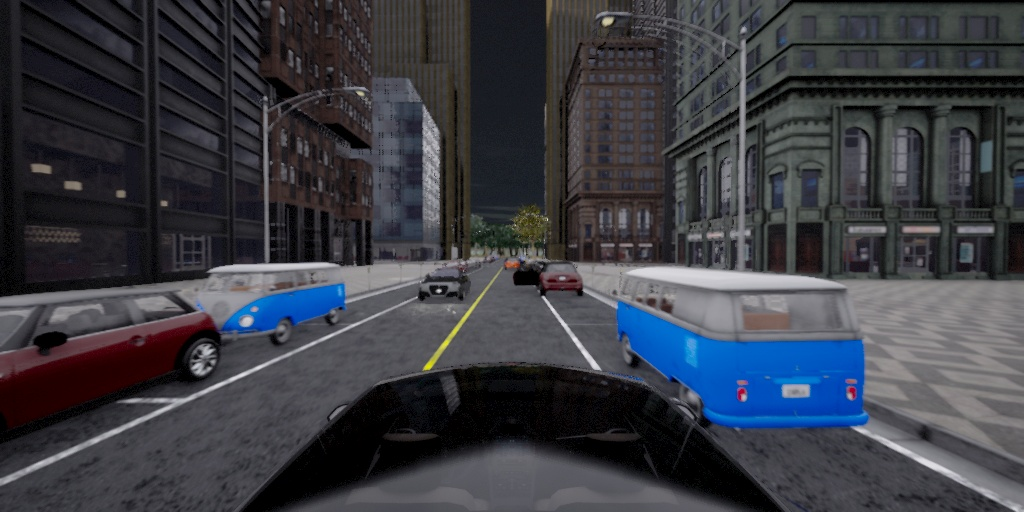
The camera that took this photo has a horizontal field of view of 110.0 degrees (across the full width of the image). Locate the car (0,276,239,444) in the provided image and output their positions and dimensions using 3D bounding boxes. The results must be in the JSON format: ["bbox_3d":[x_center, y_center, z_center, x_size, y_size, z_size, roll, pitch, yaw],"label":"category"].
[{"bbox_3d":[-5.763,1.184,4.174,1.967,1.591,4.097,0,0,0],"label":"car"}]

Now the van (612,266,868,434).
[{"bbox_3d":[2.799,1.083,5.374,1.690,1.789,3.998,0,0,0],"label":"van"}]

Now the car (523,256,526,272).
[{"bbox_3d":[2.748,1.134,51.627,1.751,1.417,4.829,0,0,0],"label":"car"}]

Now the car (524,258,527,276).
[{"bbox_3d":[2.751,1.197,41.051,2.007,1.370,4.403,0,0,0],"label":"car"}]

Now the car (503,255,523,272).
[{"bbox_3d":[0.067,0.964,50.515,2.097,1.767,4.553,0,0,0],"label":"car"}]

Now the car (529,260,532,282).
[{"bbox_3d":[2.754,1.245,30.645,1.948,1.339,4.313,0,0,0],"label":"car"}]

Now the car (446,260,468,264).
[{"bbox_3d":[-5.773,1.210,35.146,1.888,1.381,4.507,0,0,0],"label":"car"}]

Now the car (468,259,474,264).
[{"bbox_3d":[-5.774,1.229,40.524,1.802,1.307,4.207,0,0,0],"label":"car"}]

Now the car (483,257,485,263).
[{"bbox_3d":[-5.779,1.152,56.659,1.948,1.339,4.313,0,0,0],"label":"car"}]

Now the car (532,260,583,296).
[{"bbox_3d":[2.385,1.062,19.120,2.097,1.767,4.553,0,0,0],"label":"car"}]

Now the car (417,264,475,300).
[{"bbox_3d":[-3.101,1.277,17.162,1.994,1.385,4.181,0,0,0],"label":"car"}]

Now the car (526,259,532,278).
[{"bbox_3d":[2.753,1.229,35.849,1.948,1.339,4.313,0,0,0],"label":"car"}]

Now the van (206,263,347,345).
[{"bbox_3d":[-5.765,1.073,9.061,1.690,1.789,3.998,0,0,0],"label":"van"}]

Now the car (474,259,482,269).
[{"bbox_3d":[-5.777,1.159,51.280,2.007,1.370,4.403,0,0,0],"label":"car"}]

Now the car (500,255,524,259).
[{"bbox_3d":[0.502,0.902,65.446,2.097,1.767,4.553,0,0,39],"label":"car"}]
